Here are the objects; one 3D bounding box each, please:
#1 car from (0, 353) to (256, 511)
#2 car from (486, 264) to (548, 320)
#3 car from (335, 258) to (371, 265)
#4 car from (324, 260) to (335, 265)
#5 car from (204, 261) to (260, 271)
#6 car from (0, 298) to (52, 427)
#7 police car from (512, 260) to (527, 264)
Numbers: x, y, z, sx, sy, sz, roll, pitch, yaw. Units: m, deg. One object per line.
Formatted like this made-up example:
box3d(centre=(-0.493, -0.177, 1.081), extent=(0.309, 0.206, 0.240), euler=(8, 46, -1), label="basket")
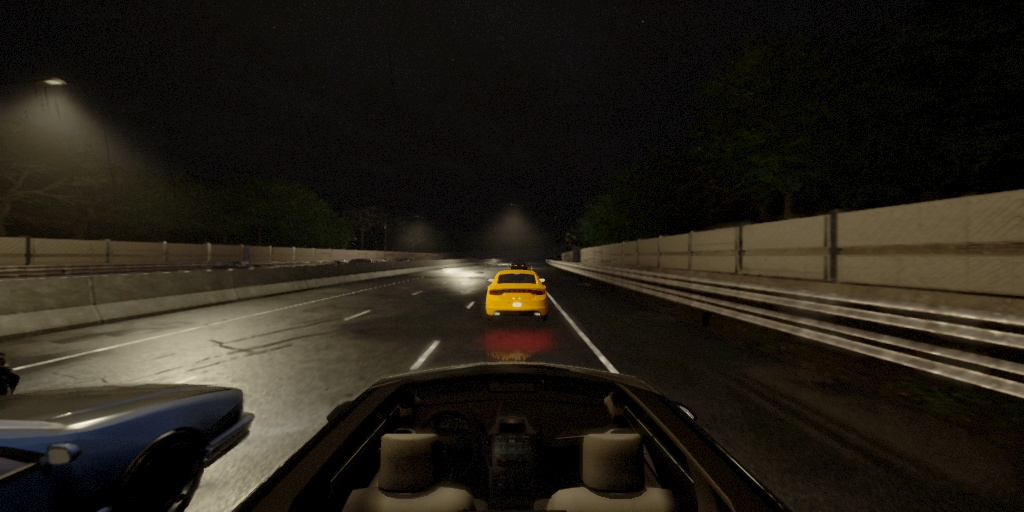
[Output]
box3d(centre=(-3.397, 1.297, 0.950), extent=(2.033, 1.411, 5.357), euler=(0, 0, 0), label="car")
box3d(centre=(0.170, 1.226, 12.670), extent=(1.882, 1.535, 5.008), euler=(0, 0, 1), label="car")
box3d(centre=(-16.953, 1.095, 39.376), extent=(2.097, 1.767, 4.553), euler=(0, 0, 2), label="car")
box3d(centre=(-20.374, 1.236, 41.677), extent=(2.128, 1.511, 4.902), euler=(0, 0, 2), label="car")
box3d(centre=(-24.202, 1.219, 31.108), extent=(2.128, 1.511, 4.902), euler=(0, 0, 2), label="car")
box3d(centre=(-6.889, 1.273, 2.322), extent=(1.812, 1.442, 4.674), euler=(0, 0, 0), label="car")
box3d(centre=(0.895, 1.286, 43.745), extent=(2.038, 1.542, 4.974), euler=(0, 0, 2), label="police car")
